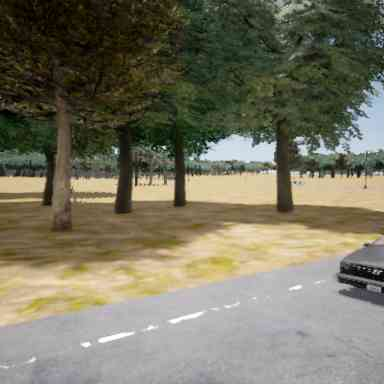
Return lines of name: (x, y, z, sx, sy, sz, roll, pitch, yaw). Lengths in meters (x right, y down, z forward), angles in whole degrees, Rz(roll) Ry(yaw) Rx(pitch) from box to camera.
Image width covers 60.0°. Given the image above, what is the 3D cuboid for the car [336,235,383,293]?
car: (5.813, 1.551, 8.284, 5.357, 1.411, 2.033, 0, 0, -36)
